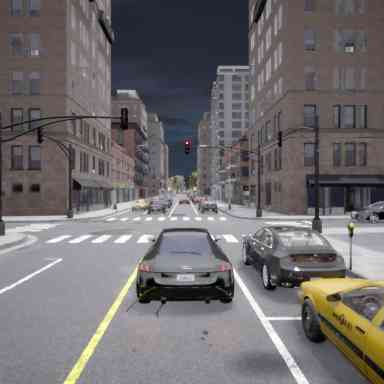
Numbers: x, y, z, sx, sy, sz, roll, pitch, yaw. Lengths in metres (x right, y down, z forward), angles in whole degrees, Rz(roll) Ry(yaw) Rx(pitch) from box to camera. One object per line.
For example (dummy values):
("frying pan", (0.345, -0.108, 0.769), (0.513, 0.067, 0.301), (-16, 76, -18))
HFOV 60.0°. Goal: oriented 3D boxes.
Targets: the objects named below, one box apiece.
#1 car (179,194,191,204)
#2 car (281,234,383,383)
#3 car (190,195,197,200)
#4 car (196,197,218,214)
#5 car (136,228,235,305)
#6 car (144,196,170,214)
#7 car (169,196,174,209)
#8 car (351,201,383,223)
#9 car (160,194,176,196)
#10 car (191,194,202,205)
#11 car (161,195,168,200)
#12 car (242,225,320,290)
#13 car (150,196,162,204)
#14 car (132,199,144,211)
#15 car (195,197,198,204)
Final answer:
("car", (-1.387, 1.595, 62.086), (1.895, 1.301, 4.718), (0, 0, -1))
("car", (2.587, 1.525, 3.628), (1.752, 1.417, 4.829), (0, 0, -1))
("car", (0.393, 1.510, 92.701), (1.752, 1.417, 4.829), (0, 0, -1))
("car", (1.791, 1.550, 35.730), (2.008, 1.369, 4.403), (0, 0, -1))
("car", (-0.169, 1.564, 8.193), (1.994, 1.385, 4.181), (0, 0, -1))
("car", (-3.693, 1.504, 35.985), (1.837, 1.490, 4.892), (0, 0, -1))
("car", (-3.937, 1.562, 45.888), (1.994, 1.385, 4.181), (0, 0, -2))
("car", (13.938, 1.402, 23.800), (4.902, 1.511, 2.128), (0, 0, -3))
("car", (-4.189, 1.543, 56.253), (2.033, 1.411, 5.357), (0, 0, -2))
("car", (1.234, 1.435, 58.451), (1.967, 1.590, 4.097), (0, 0, -1))
("car", (-7.626, 1.567, 92.328), (1.802, 1.307, 4.206), (0, 0, -1))
("car", (2.453, 1.551, 8.863), (2.008, 1.369, 4.403), (0, 0, -1))
("car", (-6.928, 1.544, 63.930), (2.008, 1.369, 4.403), (0, 0, -1))
("car", (-6.367, 1.524, 41.042), (1.752, 1.417, 4.829), (0, 0, -1))
("car", (1.652, 1.581, 41.410), (1.802, 1.307, 4.206), (0, 0, -1))
